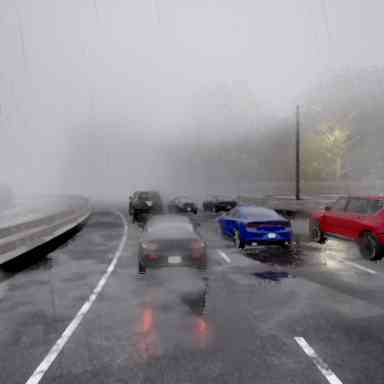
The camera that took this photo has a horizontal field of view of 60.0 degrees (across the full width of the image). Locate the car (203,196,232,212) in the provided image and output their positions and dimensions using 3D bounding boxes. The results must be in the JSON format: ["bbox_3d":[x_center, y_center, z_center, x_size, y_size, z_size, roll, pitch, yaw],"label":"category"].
[{"bbox_3d":[2.431,1.112,30.145,1.882,1.535,5.008,0,1,-16],"label":"car"}]

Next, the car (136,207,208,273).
[{"bbox_3d":[-0.661,1.406,10.176,1.812,1.442,4.674,0,1,-6],"label":"car"}]

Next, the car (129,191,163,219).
[{"bbox_3d":[-3.688,0.923,26.184,2.150,2.045,5.566,0,1,-15],"label":"car"}]

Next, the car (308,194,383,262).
[{"bbox_3d":[6.218,1.065,11.721,2.150,2.045,5.566,0,1,-7],"label":"car"}]

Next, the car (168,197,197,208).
[{"bbox_3d":[-0.855,1.184,28.936,1.812,1.442,4.674,0,1,-16],"label":"car"}]

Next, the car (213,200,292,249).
[{"bbox_3d":[2.404,1.305,13.825,1.882,1.535,5.008,0,1,-8],"label":"car"}]
